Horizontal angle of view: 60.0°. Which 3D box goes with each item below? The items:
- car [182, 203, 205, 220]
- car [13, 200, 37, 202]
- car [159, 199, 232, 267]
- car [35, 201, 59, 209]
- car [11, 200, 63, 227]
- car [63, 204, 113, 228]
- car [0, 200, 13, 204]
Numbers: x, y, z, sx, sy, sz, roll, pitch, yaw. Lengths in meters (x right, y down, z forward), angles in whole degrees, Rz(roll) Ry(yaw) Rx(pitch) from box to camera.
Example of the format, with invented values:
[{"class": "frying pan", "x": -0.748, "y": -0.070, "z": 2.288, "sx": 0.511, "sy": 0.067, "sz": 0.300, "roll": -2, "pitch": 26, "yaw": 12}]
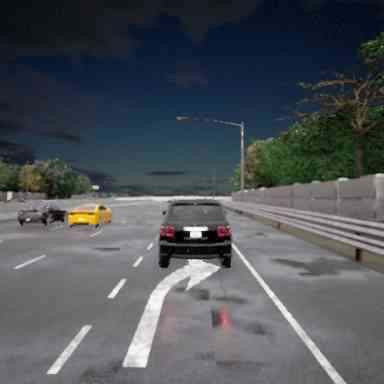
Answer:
[{"class": "car", "x": 0.106, "y": 1.715, "z": 30.583, "sx": 1.994, "sy": 1.385, "sz": 4.181, "roll": 0, "pitch": -1, "yaw": 0}, {"class": "car", "x": -21.070, "y": 1.840, "z": 43.919, "sx": 1.837, "sy": 1.490, "sz": 4.892, "roll": 0, "pitch": -1, "yaw": 0}, {"class": "car", "x": 0.102, "y": 1.245, "z": 11.631, "sx": 2.150, "sy": 2.045, "sz": 5.566, "roll": 0, "pitch": 0, "yaw": 0}, {"class": "car", "x": -24.521, "y": 2.169, "z": 56.410, "sx": 1.895, "sy": 1.301, "sz": 4.718, "roll": 0, "pitch": -1, "yaw": 1}, {"class": "car", "x": -10.396, "y": 1.578, "z": 23.530, "sx": 2.128, "sy": 1.511, "sz": 4.902, "roll": 0, "pitch": 0, "yaw": 0}, {"class": "car", "x": -6.896, "y": 1.561, "z": 23.079, "sx": 1.882, "sy": 1.535, "sz": 5.008, "roll": 0, "pitch": 0, "yaw": 0}, {"class": "car", "x": -28.043, "y": 2.004, "z": 52.960, "sx": 1.837, "sy": 1.490, "sz": 4.892, "roll": 0, "pitch": -1, "yaw": 0}]
